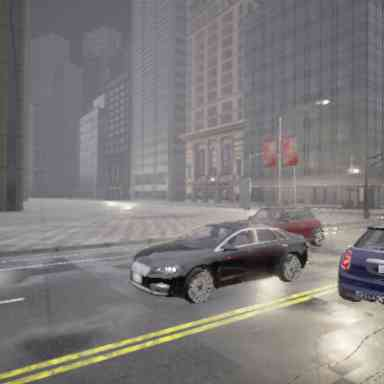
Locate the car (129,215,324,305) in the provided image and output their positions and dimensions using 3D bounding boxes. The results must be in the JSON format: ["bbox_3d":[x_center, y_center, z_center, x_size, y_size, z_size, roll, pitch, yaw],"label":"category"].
[{"bbox_3d":[0.872,1.533,8.288,4.902,1.511,2.128,1,0,-35],"label":"car"}]

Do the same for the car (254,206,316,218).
[{"bbox_3d":[3.528,1.432,14.150,4.553,1.767,2.097,0,0,-35],"label":"car"}]

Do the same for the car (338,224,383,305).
[{"bbox_3d":[5.184,1.415,7.138,4.553,1.767,2.097,0,0,-36],"label":"car"}]
